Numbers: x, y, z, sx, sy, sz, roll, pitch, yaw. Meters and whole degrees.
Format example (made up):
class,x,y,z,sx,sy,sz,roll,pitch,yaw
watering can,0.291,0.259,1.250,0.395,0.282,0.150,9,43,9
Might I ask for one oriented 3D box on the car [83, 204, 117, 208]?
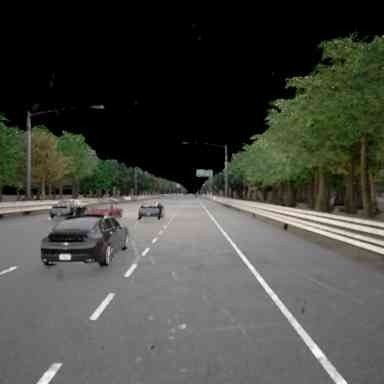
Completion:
class,x,y,z,sx,sy,sz,roll,pitch,yaw
car,-6.859,1.637,26.710,1.895,1.301,4.718,0,0,0

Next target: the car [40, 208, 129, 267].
class,x,y,z,sx,sy,sz,roll,pitch,yaw
car,-3.392,1.499,11.326,1.837,1.490,4.892,0,0,0

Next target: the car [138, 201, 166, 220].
class,x,y,z,sx,sy,sz,roll,pitch,yaw
car,-3.355,1.533,28.242,2.128,1.511,4.902,0,0,0

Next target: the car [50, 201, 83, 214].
class,x,y,z,sx,sy,sz,roll,pitch,yaw
car,-10.355,1.533,28.268,2.128,1.511,4.902,0,0,0
